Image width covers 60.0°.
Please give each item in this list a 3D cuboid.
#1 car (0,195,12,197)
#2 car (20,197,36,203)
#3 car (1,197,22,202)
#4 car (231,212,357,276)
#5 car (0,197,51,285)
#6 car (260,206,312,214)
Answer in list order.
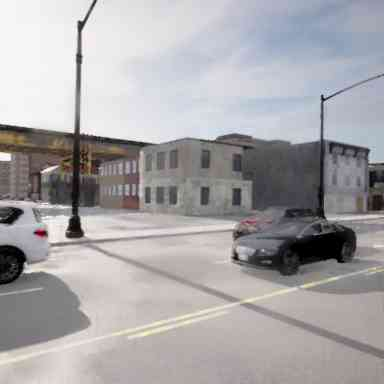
[{"bbox_3d":[-41.050,1.865,75.761,4.974,1.542,2.038,1,-1,24],"label":"car"},{"bbox_3d":[-37.323,1.785,75.909,1.853,1.218,4.536,1,-1,-6],"label":"car"},{"bbox_3d":[-41.094,1.707,75.784,4.536,1.218,1.853,1,-1,24],"label":"car"},{"bbox_3d":[3.429,1.598,10.780,4.902,1.511,2.128,1,0,-36],"label":"car"},{"bbox_3d":[-6.406,1.224,8.012,5.566,2.045,2.150,1,-1,-36],"label":"car"},{"bbox_3d":[4.067,1.486,15.548,4.553,1.767,2.097,1,-1,-36],"label":"car"}]
